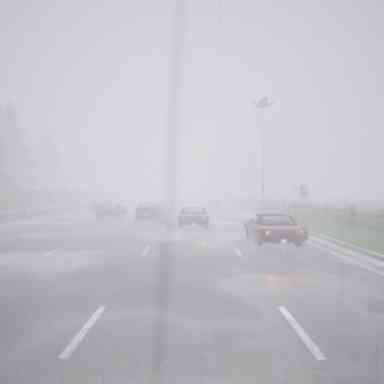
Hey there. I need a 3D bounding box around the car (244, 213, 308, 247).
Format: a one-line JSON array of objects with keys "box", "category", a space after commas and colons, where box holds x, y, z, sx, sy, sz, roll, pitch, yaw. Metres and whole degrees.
[{"box": [3.597, 1.617, 15.203, 1.895, 1.301, 4.718, 0, 0, 0], "category": "car"}]

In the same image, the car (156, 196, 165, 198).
[{"box": [-7.005, 1.578, 72.811, 1.837, 1.490, 4.892, 0, 0, 0], "category": "car"}]

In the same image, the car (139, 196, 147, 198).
[{"box": [-10.499, 1.603, 72.197, 2.128, 1.511, 4.902, 0, 0, 0], "category": "car"}]

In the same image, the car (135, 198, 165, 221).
[{"box": [-3.400, 1.507, 27.178, 1.882, 1.535, 5.008, 0, 0, 0], "category": "car"}]

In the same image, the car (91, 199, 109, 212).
[{"box": [-10.399, 1.520, 39.076, 1.882, 1.535, 5.008, 0, 0, 0], "category": "car"}]

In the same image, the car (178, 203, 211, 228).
[{"box": [0.098, 1.625, 22.181, 1.895, 1.301, 4.718, 0, 0, 0], "category": "car"}]

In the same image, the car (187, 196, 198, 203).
[{"box": [0.101, 1.598, 68.542, 1.812, 1.442, 4.674, 0, 0, 0], "category": "car"}]

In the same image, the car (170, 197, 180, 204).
[{"box": [-3.399, 1.617, 65.496, 2.033, 1.411, 5.357, 0, 0, 0], "category": "car"}]

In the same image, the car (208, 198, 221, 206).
[{"box": [3.606, 1.658, 54.229, 1.895, 1.301, 4.718, 0, 0, 0], "category": "car"}]

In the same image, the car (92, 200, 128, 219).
[{"box": [-6.901, 1.633, 29.205, 1.895, 1.301, 4.718, 0, 0, 0], "category": "car"}]
